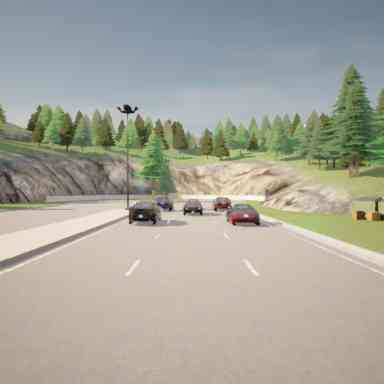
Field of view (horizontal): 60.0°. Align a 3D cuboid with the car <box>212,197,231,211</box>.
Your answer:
[{"bbox_3d":[3.624,1.352,40.339,2.097,1.767,4.553,0,0,0],"label":"car"}]

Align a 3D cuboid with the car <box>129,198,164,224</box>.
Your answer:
[{"bbox_3d":[-3.399,1.478,24.589,1.882,1.535,5.008,0,0,0],"label":"car"}]

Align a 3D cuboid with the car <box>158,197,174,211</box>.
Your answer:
[{"bbox_3d":[-3.377,1.352,40.358,2.097,1.767,4.553,0,0,0],"label":"car"}]

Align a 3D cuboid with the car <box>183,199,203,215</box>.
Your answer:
[{"bbox_3d":[0.097,1.601,33.784,1.895,1.301,4.718,0,0,0],"label":"car"}]

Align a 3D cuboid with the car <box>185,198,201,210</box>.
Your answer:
[{"bbox_3d":[0.136,1.564,42.797,1.994,1.385,4.181,0,0,1],"label":"car"}]

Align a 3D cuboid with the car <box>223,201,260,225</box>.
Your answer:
[{"bbox_3d":[3.600,1.564,24.075,1.994,1.385,4.181,0,0,0],"label":"car"}]
